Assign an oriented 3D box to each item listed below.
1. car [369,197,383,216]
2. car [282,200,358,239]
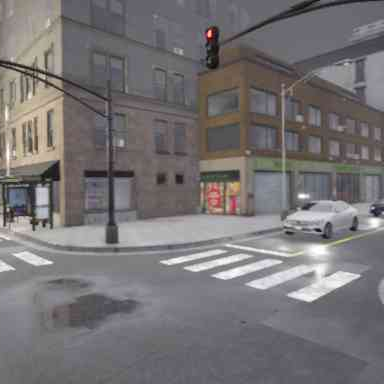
[{"bbox_3d":[13.566,0.819,21.918,5.357,1.411,2.033,-2,2,-43],"label":"car"},{"bbox_3d":[5.861,1.086,14.817,4.674,1.442,1.812,-2,2,-44],"label":"car"}]
